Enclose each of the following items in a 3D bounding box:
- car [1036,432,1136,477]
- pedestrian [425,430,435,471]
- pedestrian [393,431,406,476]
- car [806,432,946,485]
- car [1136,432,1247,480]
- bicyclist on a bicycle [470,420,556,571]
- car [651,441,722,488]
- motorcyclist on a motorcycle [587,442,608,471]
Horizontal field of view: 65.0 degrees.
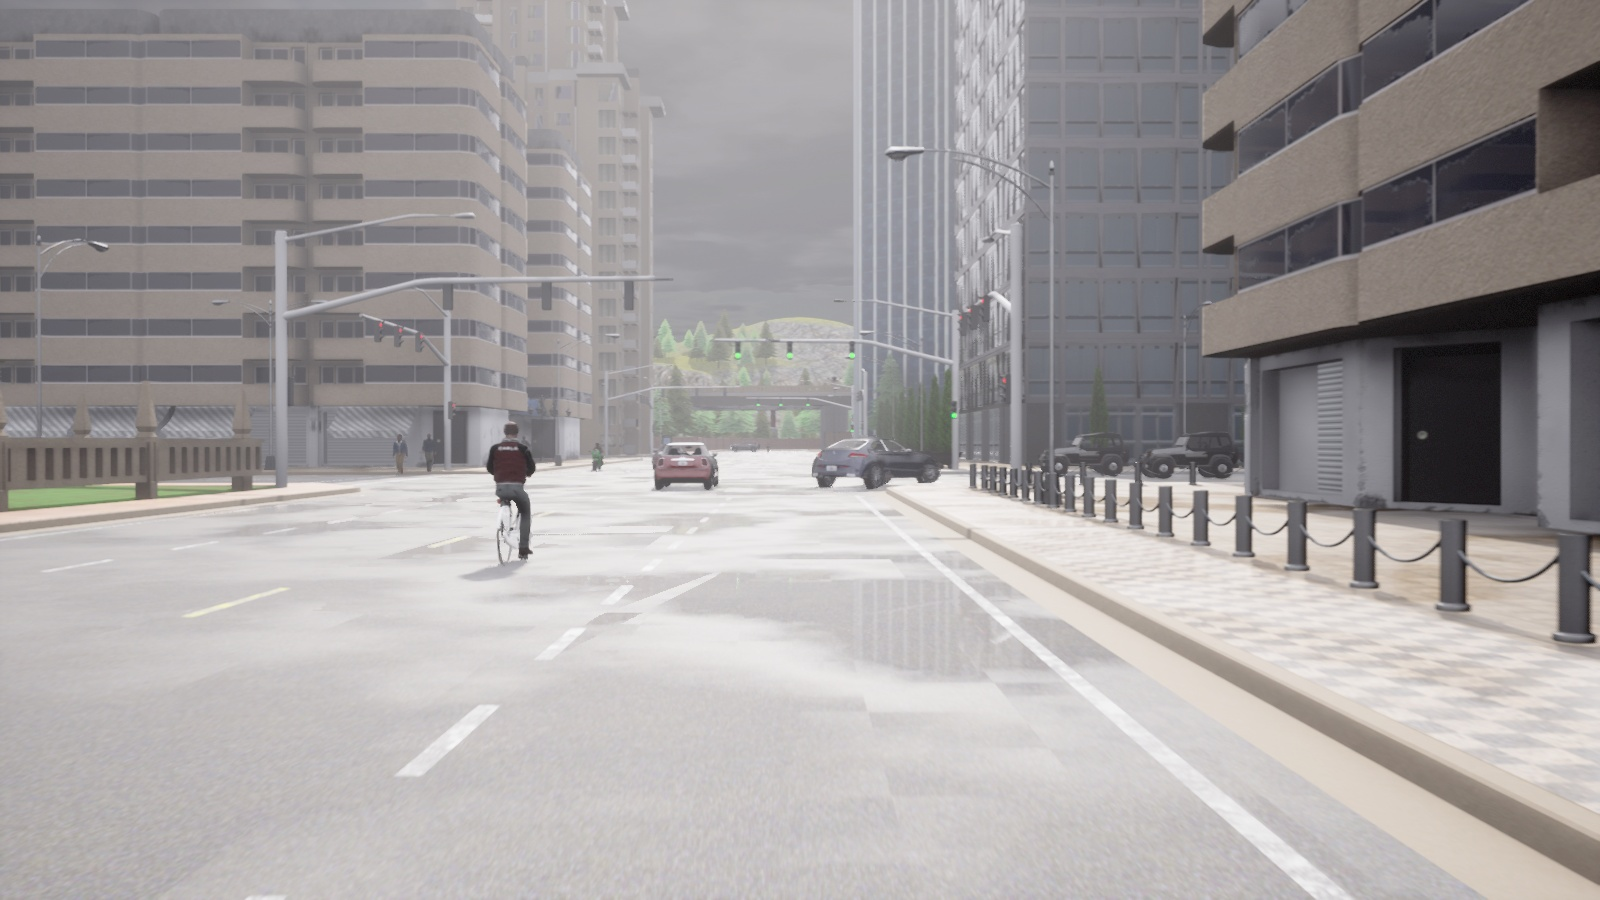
[{"bbox_3d":[12.202,0.193,53.752,3.866,1.878,1.905,0,0,0],"label":"car"},{"bbox_3d":[-16.792,0.040,56.968,0.402,1.842,0.726,0,0,-18],"label":"pedestrian"},{"bbox_3d":[-17.583,0.161,55.107,0.423,1.949,0.788,0,0,-9],"label":"pedestrian"},{"bbox_3d":[2.563,0.245,41.216,2.152,1.651,5.027,0,0,38],"label":"car"},{"bbox_3d":[15.624,0.215,50.248,3.866,1.878,1.905,0,0,0],"label":"car"},{"bbox_3d":[-3.553,0.526,15.703,0.659,1.776,1.843,0,1,0],"label":"bicyclist on a bicycle"},{"bbox_3d":[-3.666,0.446,41.178,1.970,1.475,3.806,0,0,0],"label":"car"},{"bbox_3d":[-10.779,0.343,67.028,0.797,1.523,2.044,0,0,0],"label":"motorcyclist on a motorcycle"}]
